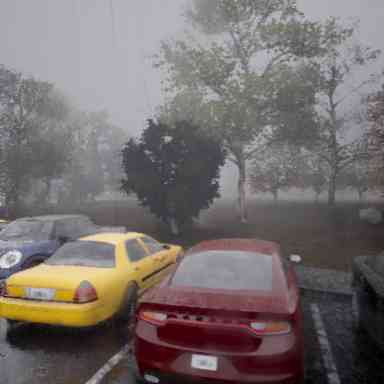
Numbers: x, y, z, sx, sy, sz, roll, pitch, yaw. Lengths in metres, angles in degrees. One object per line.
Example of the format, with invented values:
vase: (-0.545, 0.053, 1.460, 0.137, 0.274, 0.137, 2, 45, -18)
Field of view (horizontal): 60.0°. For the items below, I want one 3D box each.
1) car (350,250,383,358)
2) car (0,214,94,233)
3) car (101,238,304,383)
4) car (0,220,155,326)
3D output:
car: (3.198, 1.481, 3.841, 2.097, 1.535, 5.008, 0, -1, 15)
car: (-4.084, 1.443, 9.001, 2.185, 1.767, 4.553, 0, -1, 15)
car: (0.761, 1.510, 5.553, 2.097, 1.535, 5.008, -1, -1, 15)
car: (-1.614, 1.539, 7.450, 1.946, 1.575, 5.366, -1, -1, 15)
